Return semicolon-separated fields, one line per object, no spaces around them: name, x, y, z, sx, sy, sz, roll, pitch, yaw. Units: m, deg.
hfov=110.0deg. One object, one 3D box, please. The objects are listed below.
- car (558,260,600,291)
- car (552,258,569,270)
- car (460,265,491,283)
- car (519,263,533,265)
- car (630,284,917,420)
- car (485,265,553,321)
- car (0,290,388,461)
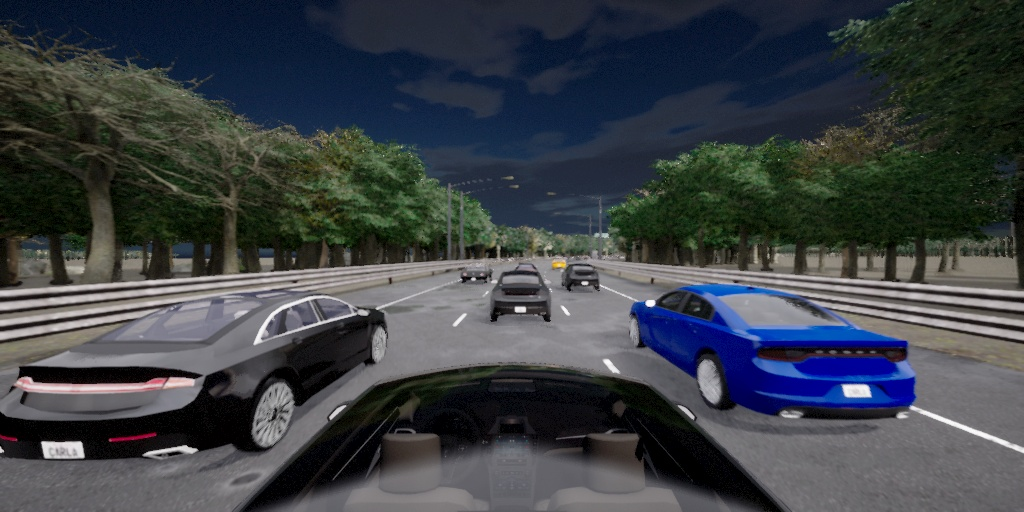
car;4.070;1.210;21.768;1.837;1.490;4.892;0;0;3
car;6.694;1.143;51.011;1.882;1.535;5.008;0;0;7
car;-2.519;1.306;27.033;1.895;1.301;4.718;0;0;4
car;1.170;1.268;29.530;1.994;1.385;4.181;0;0;4
car;3.550;1.219;6.130;1.882;1.535;5.008;0;0;1
car;0.306;1.238;12.418;1.837;1.490;4.892;0;0;2
car;-3.342;1.233;5.107;2.128;1.511;4.902;0;0;0
